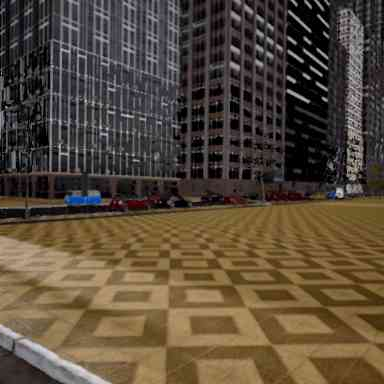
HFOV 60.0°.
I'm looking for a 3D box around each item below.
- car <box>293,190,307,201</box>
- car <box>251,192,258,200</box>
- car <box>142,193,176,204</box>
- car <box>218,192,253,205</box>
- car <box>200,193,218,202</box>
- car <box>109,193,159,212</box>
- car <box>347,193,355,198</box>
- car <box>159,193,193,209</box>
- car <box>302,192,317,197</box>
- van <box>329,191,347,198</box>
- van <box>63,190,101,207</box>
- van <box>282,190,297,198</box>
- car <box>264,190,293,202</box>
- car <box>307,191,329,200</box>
[{"bbox_3d":[16.963,0.644,56.289,2.192,1.841,5.009,2,2,41],"label":"car"},{"bbox_3d":[10.680,0.740,61.843,1.947,1.339,4.313,2,2,41],"label":"car"},{"bbox_3d":[-4.355,0.837,44.763,1.887,1.381,4.507,2,2,41],"label":"car"},{"bbox_3d":[5.687,0.999,43.480,1.802,1.307,4.206,2,2,41],"label":"car"},{"bbox_3d":[3.164,0.799,53.299,1.947,1.339,4.313,2,2,41],"label":"car"},{"bbox_3d":[-5.489,0.948,30.583,1.967,1.590,4.097,2,2,41],"label":"car"},{"bbox_3d":[35.745,0.733,77.653,2.008,1.369,4.403,2,2,41],"label":"car"},{"bbox_3d":[-1.776,1.043,34.894,1.947,1.339,4.313,2,2,41],"label":"car"},{"bbox_3d":[29.466,0.594,83.202,1.947,1.339,4.313,2,2,41],"label":"car"},{"bbox_3d":[31.992,0.552,73.376,1.690,1.788,3.998,2,2,41],"label":"van"},{"bbox_3d":[-11.949,0.691,36.289,1.690,1.788,3.998,2,2,41],"label":"van"},{"bbox_3d":[21.955,0.427,74.653,1.690,1.788,3.998,2,2,41],"label":"van"},{"bbox_3d":[13.206,0.673,52.017,2.192,1.841,5.009,2,2,41],"label":"car"},{"bbox_3d":[24.586,0.794,64.964,1.752,1.417,4.829,2,2,41],"label":"car"}]
